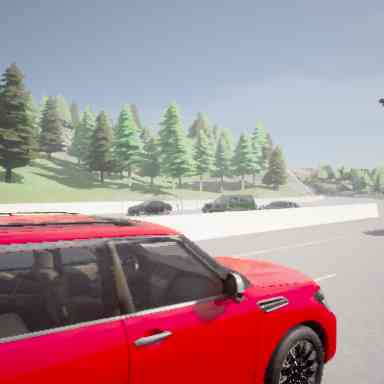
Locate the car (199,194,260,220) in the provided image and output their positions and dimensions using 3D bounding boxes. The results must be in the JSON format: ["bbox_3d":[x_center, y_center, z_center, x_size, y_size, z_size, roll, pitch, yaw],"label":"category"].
[{"bbox_3d":[3.386,1.223,29.347,5.566,2.045,2.150,0,0,-42],"label":"car"}]

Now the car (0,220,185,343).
[{"bbox_3d":[-2.717,1.477,6.194,5.008,1.535,1.882,0,0,-36],"label":"car"}]

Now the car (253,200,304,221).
[{"bbox_3d":[7.463,1.506,28.373,4.892,1.490,1.837,1,0,-43],"label":"car"}]

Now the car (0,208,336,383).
[{"bbox_3d":[-0.973,1.219,3.089,5.566,2.045,2.150,0,0,-36],"label":"car"}]
